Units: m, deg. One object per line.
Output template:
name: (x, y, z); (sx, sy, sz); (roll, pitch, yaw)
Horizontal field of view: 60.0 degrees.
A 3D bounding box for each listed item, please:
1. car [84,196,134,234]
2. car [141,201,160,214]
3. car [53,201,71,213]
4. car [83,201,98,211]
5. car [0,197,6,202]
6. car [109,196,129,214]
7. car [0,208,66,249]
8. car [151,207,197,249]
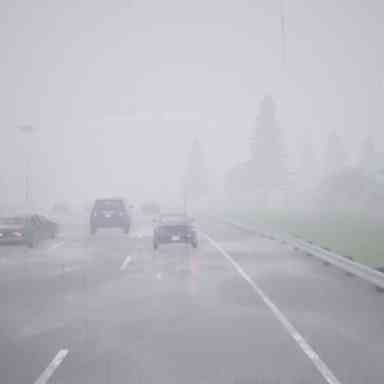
car: (-4.880, 1.386, 20.566); (2.150, 2.045, 5.566); (0, 0, -8)
car: (-4.950, 1.756, 39.295); (1.882, 1.535, 5.008); (0, 0, -14)
car: (-16.779, 1.878, 42.971); (1.882, 1.535, 5.008); (0, 0, -17)
car: (-15.099, 2.026, 49.434); (1.895, 1.301, 4.718); (0, 0, -19)
car: (-45.186, 1.993, 78.768); (1.812, 1.442, 4.674); (0, 0, -34)
car: (-9.112, 1.550, 41.392); (2.150, 2.045, 5.566); (0, 0, -15)
car: (-7.648, 1.704, 15.206); (2.033, 1.411, 5.357); (0, 0, -7)
car: (-0.822, 1.624, 15.156); (1.812, 1.442, 4.674); (0, 0, -5)
